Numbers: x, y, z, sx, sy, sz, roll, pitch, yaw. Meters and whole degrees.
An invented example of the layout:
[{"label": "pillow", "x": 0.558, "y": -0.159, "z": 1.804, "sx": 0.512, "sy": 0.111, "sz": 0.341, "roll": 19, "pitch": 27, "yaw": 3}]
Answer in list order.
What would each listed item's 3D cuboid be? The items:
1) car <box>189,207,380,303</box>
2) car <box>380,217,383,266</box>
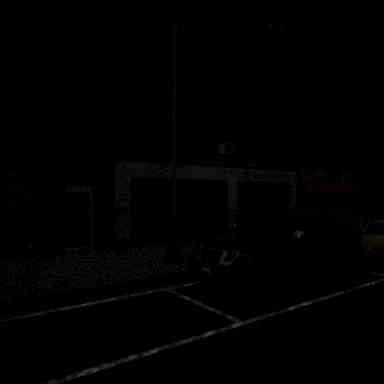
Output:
[{"label": "car", "x": 2.355, "y": 1.343, "z": 8.454, "sx": 5.009, "sy": 1.841, "sz": 2.192, "roll": 0, "pitch": 0, "yaw": -36}, {"label": "car", "x": 6.767, "y": 1.577, "z": 11.610, "sx": 4.829, "sy": 1.417, "sz": 1.752, "roll": 0, "pitch": 0, "yaw": -36}]
